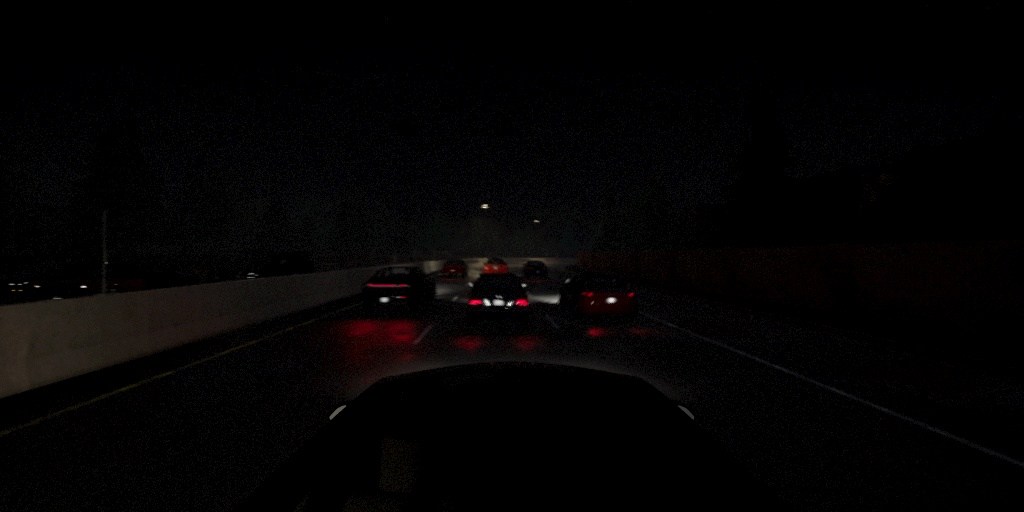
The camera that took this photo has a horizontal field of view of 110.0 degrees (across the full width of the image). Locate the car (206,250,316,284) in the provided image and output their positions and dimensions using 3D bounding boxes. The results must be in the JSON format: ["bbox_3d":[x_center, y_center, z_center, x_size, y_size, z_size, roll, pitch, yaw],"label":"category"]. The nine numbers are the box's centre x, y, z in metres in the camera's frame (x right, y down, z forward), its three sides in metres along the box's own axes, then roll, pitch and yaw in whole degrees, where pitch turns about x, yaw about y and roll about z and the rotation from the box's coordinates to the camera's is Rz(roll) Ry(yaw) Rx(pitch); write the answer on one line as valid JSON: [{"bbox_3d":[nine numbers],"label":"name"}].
[{"bbox_3d":[-11.430,0.722,16.881,2.150,2.045,5.566,1,0,-3],"label":"car"}]

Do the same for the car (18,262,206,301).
[{"bbox_3d":[-14.789,1.055,13.801,1.895,1.301,4.718,1,0,-3],"label":"car"}]

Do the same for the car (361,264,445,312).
[{"bbox_3d":[-4.060,1.131,13.498,2.128,1.511,4.902,1,0,-3],"label":"car"}]

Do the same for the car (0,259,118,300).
[{"bbox_3d":[-18.345,0.894,14.905,1.837,1.490,4.892,1,0,-3],"label":"car"}]

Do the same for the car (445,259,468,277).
[{"bbox_3d":[-4.970,1.037,31.782,1.882,1.535,5.008,1,0,-3],"label":"car"}]

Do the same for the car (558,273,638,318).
[{"bbox_3d":[2.968,1.325,13.069,1.994,1.385,4.181,1,0,-3],"label":"car"}]

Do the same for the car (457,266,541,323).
[{"bbox_3d":[-0.475,1.254,11.854,2.033,1.411,5.357,1,0,-3],"label":"car"}]

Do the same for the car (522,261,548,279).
[{"bbox_3d":[2.017,1.155,32.145,1.882,1.535,5.008,1,0,-3],"label":"car"}]

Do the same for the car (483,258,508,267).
[{"bbox_3d":[-1.438,0.974,31.246,2.097,1.767,4.553,1,0,-3],"label":"car"}]
